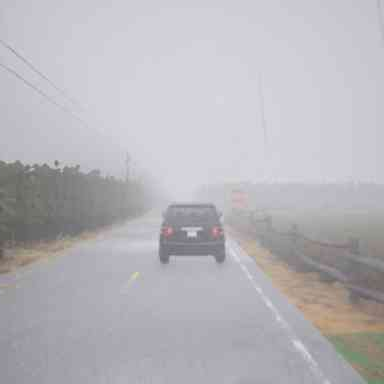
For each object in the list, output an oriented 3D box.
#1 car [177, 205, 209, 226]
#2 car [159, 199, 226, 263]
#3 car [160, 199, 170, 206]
[{"bbox_3d":[0.211,1.827,27.437,2.033,1.411,5.357,0,-1,7],"label":"car"},{"bbox_3d":[0.013,1.354,12.573,2.150,2.045,5.566,0,0,0],"label":"car"},{"bbox_3d":[-5.727,2.205,71.697,1.882,1.535,5.008,0,-1,-1],"label":"car"}]
